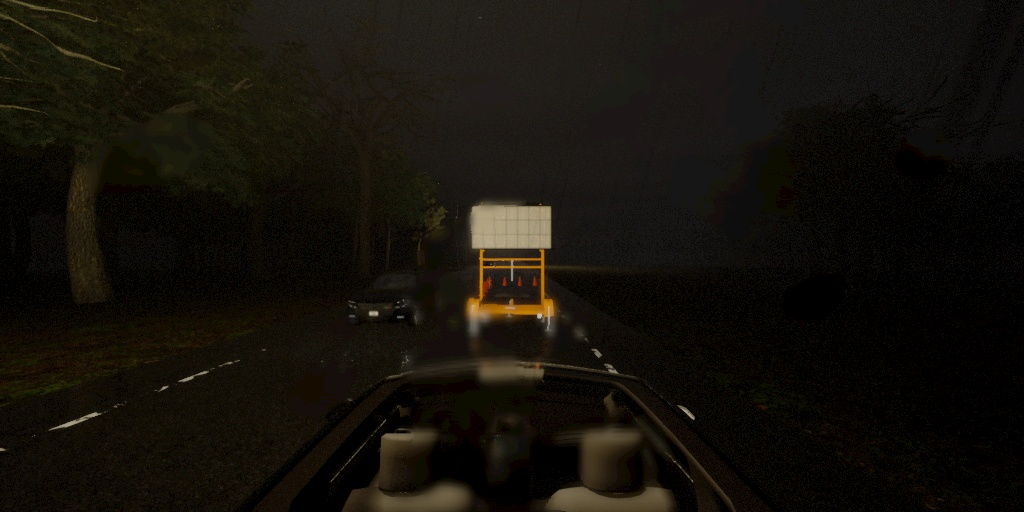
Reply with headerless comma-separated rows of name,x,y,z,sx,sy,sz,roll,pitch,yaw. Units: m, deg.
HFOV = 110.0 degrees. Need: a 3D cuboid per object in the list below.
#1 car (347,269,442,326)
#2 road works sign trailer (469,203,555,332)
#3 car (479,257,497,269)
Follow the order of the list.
car,-3.598,1.222,11.815,1.882,1.535,5.008,0,0,0
road works sign trailer,0.002,0.210,10.804,2.380,3.560,2.880,0,0,0
car,-3.587,1.086,51.821,1.837,1.490,4.892,0,0,0
